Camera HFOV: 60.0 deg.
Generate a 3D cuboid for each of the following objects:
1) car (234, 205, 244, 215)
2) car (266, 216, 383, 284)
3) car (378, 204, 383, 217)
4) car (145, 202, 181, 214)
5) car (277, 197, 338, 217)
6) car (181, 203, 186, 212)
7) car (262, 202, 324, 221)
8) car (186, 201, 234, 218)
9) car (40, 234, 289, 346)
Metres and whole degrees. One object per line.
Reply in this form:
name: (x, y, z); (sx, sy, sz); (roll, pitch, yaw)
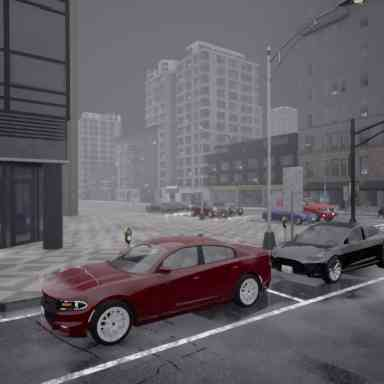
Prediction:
car: (3.789, 1.873, 37.599); (1.837, 1.490, 4.892); (0, -1, -35)
car: (4.159, 1.564, 9.619); (4.313, 1.339, 1.947); (0, 0, -36)
car: (18.810, 1.339, 27.972); (2.150, 2.045, 5.566); (0, -1, -36)
car: (-4.107, 2.041, 43.128); (2.033, 1.411, 5.357); (0, 0, -36)
car: (9.795, 1.457, 29.113); (2.150, 2.045, 5.566); (0, -1, -35)
car: (-2.338, 2.043, 46.265); (2.033, 1.411, 5.357); (0, 0, -36)
car: (7.653, 1.767, 26.517); (1.812, 1.442, 4.674); (0, -1, -35)
car: (1.814, 1.722, 34.772); (2.097, 1.767, 4.553); (0, -1, -35)
car: (-0.436, 1.544, 6.342); (4.507, 1.381, 1.887); (0, 0, -36)
